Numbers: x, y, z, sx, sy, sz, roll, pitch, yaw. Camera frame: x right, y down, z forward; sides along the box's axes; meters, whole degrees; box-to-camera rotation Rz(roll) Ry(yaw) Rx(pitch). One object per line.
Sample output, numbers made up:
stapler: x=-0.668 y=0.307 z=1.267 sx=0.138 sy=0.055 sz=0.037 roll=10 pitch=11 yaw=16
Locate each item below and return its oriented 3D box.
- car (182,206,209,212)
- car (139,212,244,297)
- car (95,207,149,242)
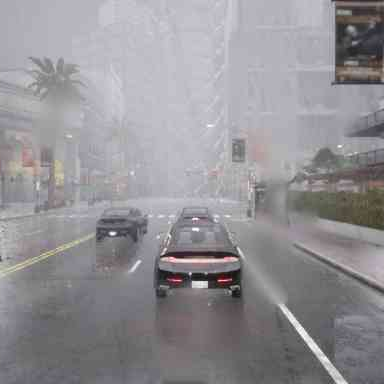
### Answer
car: x=0.174 y=1.505 z=17.962 sx=1.837 sy=1.490 sz=4.892 roll=0 pitch=0 yaw=0
car: x=0.145 y=1.492 z=8.544 sx=2.128 sy=1.511 sz=4.902 roll=0 pitch=0 yaw=0
car: x=-3.330 y=1.503 z=16.429 sx=1.837 sy=1.490 sz=4.892 roll=0 pitch=0 yaw=0
